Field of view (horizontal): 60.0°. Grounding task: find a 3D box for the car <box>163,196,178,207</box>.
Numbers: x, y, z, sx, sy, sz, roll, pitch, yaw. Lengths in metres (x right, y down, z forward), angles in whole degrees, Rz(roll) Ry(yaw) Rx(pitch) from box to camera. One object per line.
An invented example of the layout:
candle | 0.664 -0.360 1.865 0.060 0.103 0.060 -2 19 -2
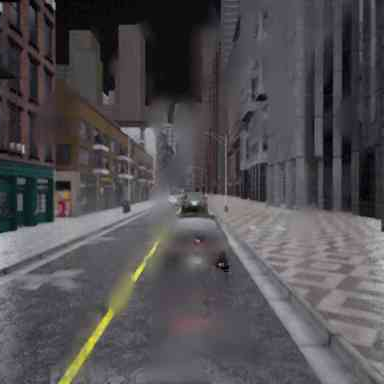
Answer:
car | -2.874 1.236 45.614 1.812 1.442 4.674 0 0 0

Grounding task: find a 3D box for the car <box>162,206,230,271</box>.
car | 0.116 1.432 10.627 1.837 1.490 4.892 0 1 0

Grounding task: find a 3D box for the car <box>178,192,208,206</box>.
car | 0.219 1.027 28.908 2.150 2.045 5.566 0 1 0
